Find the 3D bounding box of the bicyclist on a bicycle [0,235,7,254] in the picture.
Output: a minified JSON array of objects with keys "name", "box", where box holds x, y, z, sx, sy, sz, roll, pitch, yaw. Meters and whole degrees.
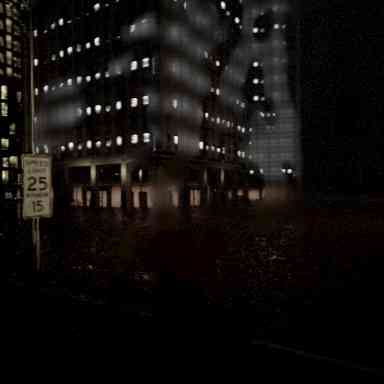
[{"name":"bicyclist on a bicycle","box":[-6.491,1.240,10.170,0.582,1.620,1.656,0,0,32]}]
